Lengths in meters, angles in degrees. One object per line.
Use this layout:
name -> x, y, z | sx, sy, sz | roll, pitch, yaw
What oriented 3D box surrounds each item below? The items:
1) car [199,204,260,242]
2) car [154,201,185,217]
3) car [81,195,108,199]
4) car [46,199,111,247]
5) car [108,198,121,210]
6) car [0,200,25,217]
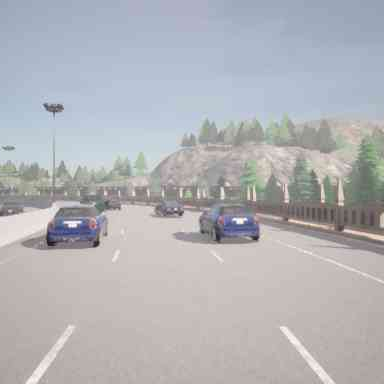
car -> 1.731, 1.356, 16.726 | 2.097, 1.767, 4.553 | 0, 0, -10
car -> -2.266, 1.574, 32.094 | 2.033, 1.411, 5.357 | 0, 0, -19
car -> -10.124, 1.276, 33.312 | 2.150, 2.045, 5.566 | 0, 0, -21
car -> -5.132, 1.364, 15.373 | 2.097, 1.767, 4.553 | 0, 0, -10
car -> -10.391, 1.560, 42.617 | 2.128, 1.511, 4.902 | 0, 0, -25
car -> -17.761, 1.588, 33.039 | 1.837, 1.490, 4.892 | 0, 0, -23
